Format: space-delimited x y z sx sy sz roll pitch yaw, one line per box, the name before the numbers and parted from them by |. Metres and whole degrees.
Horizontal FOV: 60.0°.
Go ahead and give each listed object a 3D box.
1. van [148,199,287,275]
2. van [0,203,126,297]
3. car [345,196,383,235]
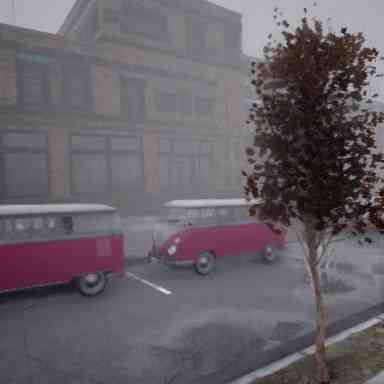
van | 0.816 1.208 10.085 4.442 1.987 1.878 -1 0 -35
van | -3.719 1.253 6.890 4.442 1.987 1.878 -1 0 -35
car | 9.954 1.081 16.526 5.566 2.045 2.435 -1 0 -35
